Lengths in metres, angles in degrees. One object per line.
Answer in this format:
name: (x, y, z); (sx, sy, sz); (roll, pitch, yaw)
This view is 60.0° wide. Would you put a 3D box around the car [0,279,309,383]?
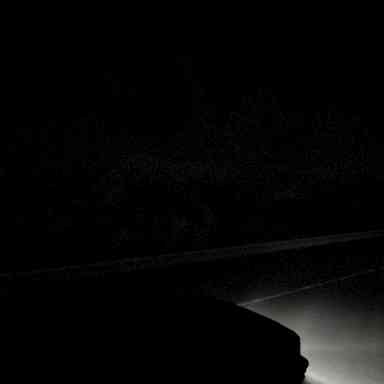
car: (-1.342, 1.550, 2.786); (5.357, 1.411, 2.033); (1, 0, -36)
